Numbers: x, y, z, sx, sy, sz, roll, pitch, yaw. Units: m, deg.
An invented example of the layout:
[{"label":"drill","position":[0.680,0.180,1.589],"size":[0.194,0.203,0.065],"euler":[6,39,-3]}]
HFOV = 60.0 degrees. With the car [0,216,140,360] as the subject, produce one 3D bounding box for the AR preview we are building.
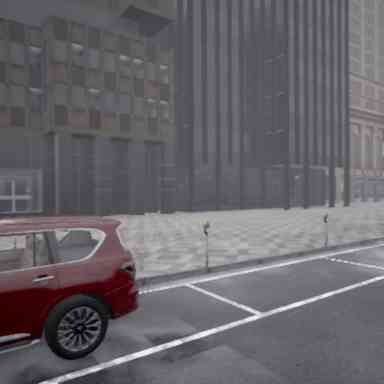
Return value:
[{"label":"car","position":[-3.136,1.316,4.417],"size":[5.009,1.841,2.192],"euler":[0,0,-35]}]
